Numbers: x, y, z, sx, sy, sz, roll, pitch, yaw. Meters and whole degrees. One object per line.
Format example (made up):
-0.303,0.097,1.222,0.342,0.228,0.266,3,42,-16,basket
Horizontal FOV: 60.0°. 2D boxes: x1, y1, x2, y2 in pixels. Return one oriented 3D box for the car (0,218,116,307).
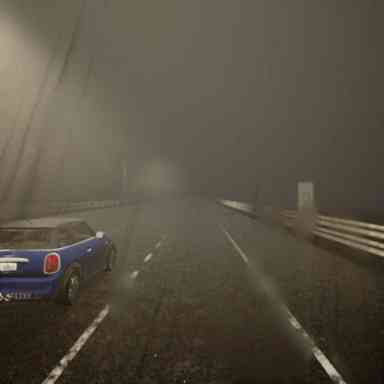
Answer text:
-3.397,1.431,8.357,2.097,1.767,4.553,0,0,1,car
